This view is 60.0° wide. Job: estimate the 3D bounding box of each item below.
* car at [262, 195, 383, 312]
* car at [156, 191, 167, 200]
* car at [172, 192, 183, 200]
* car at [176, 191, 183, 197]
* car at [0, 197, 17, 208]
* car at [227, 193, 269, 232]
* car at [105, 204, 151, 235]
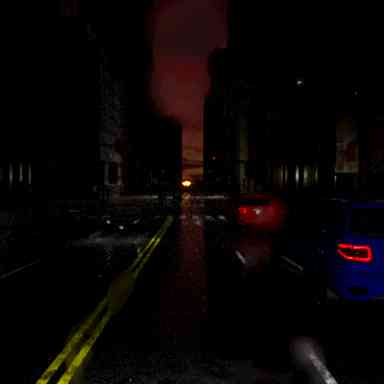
[{"bbox_3d":[3.356,1.157,7.713,2.150,2.045,5.566,0,-1,0],"label":"car"},{"bbox_3d":[-6.487,1.002,71.011,1.837,1.490,4.892,0,0,0],"label":"car"},{"bbox_3d":[-3.237,0.980,71.011,1.882,1.535,5.008,0,0,0],"label":"car"},{"bbox_3d":[-3.234,0.533,86.658,1.812,1.442,4.674,0,0,0],"label":"car"},{"bbox_3d":[-23.563,1.266,40.226,4.403,1.369,2.008,0,0,0],"label":"car"},{"bbox_3d":[3.354,1.084,19.366,2.150,2.045,5.566,0,0,0],"label":"car"},{"bbox_3d":[-3.303,1.398,17.987,1.812,1.442,4.674,0,0,1],"label":"car"}]
